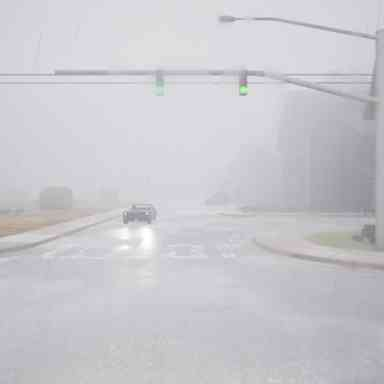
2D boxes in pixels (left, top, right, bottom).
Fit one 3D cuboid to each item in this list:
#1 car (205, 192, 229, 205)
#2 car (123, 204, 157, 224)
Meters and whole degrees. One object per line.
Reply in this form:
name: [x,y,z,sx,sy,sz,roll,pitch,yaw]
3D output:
car: [3.932,0.989,52.666,1.905,1.878,3.866,-8,4,-42]
car: [-3.685,1.521,24.048,1.895,1.301,4.718,0,0,0]
